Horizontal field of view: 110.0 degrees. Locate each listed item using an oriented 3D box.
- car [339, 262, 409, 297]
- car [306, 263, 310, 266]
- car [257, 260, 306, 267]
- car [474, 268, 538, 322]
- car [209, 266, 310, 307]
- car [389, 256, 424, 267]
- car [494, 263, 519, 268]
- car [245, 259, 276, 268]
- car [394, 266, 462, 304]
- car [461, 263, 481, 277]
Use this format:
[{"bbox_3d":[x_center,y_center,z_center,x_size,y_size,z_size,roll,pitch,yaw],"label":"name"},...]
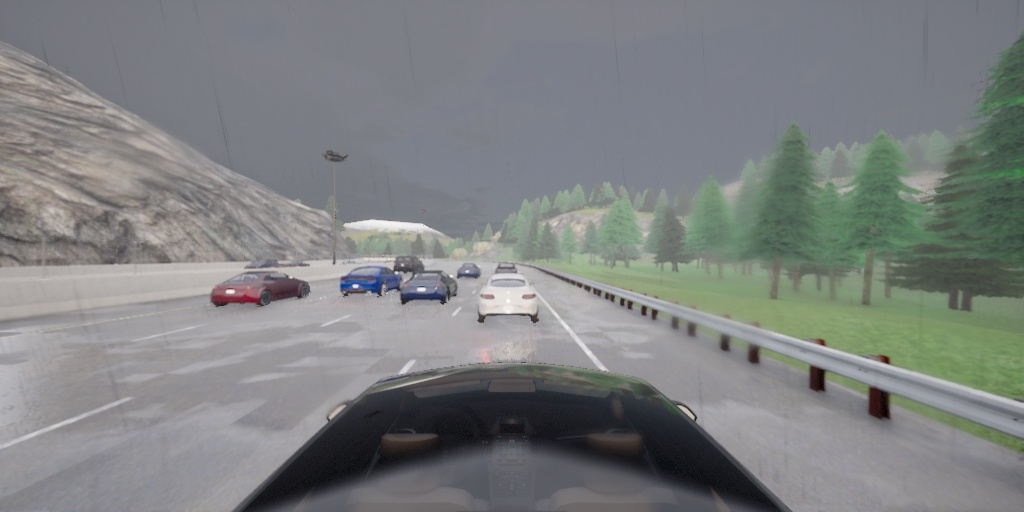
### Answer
[{"bbox_3d":[-7.260,1.252,19.023,1.882,1.535,5.008,0,0,-1],"label":"car"},{"bbox_3d":[-28.951,1.369,48.200,1.994,1.385,4.181,0,0,-1],"label":"car"},{"bbox_3d":[-25.319,1.394,39.590,1.895,1.301,4.718,0,0,-1],"label":"car"},{"bbox_3d":[-0.149,1.295,12.276,1.812,1.442,4.674,0,0,-1],"label":"car"},{"bbox_3d":[-10.699,1.328,15.589,1.994,1.385,4.181,0,0,-1],"label":"car"},{"bbox_3d":[-11.114,1.029,38.881,2.150,2.045,5.566,0,0,-1],"label":"car"},{"bbox_3d":[-0.468,1.295,30.229,2.128,1.511,4.902,0,0,-1],"label":"car"},{"bbox_3d":[-32.425,1.151,46.793,2.097,1.767,4.553,0,0,-1],"label":"car"},{"bbox_3d":[-3.718,1.338,16.612,1.994,1.385,4.181,0,0,-1],"label":"car"},{"bbox_3d":[-4.026,1.370,34.034,1.994,1.385,4.181,0,0,-1],"label":"car"}]
